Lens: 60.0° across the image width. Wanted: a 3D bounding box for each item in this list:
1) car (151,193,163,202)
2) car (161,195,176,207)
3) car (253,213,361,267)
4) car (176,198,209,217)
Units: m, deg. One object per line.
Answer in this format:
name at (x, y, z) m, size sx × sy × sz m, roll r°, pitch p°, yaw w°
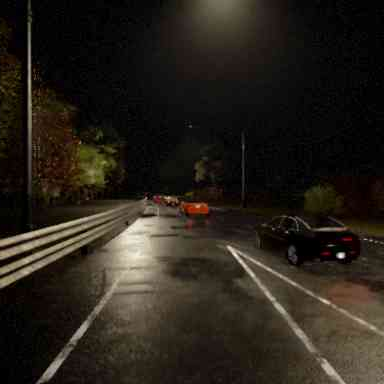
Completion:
car at (-6.876, 1.128, 69.991) m, size 2.097 × 1.767 × 4.553 m, roll 0°, pitch 0°, yaw -10°
car at (-3.069, 1.469, 48.864) m, size 1.895 × 1.301 × 4.718 m, roll 0°, pitch 0°, yaw -10°
car at (3.666, 1.491, 11.515) m, size 1.837 × 1.490 × 4.892 m, roll 0°, pitch 0°, yaw -10°
car at (0.128, 1.296, 31.129) m, size 2.097 × 1.767 × 4.553 m, roll 0°, pitch 0°, yaw -10°
